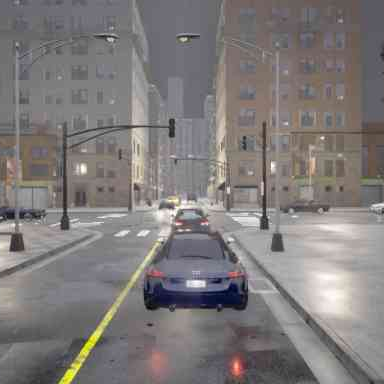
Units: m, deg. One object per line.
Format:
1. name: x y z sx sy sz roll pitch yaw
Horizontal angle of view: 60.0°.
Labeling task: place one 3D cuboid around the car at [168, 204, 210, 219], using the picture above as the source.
1. car: -0.087 1.525 16.529 1.812 1.442 4.674 0 0 -2

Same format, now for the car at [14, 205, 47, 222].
1. car: -14.153 1.648 26.438 4.718 1.301 1.895 0 0 0

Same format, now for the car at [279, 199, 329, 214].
1. car: 11.157 1.449 33.298 4.892 1.490 1.837 0 0 0

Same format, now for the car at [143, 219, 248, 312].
1. car: 0.083 1.564 7.785 1.994 1.385 4.181 0 0 0

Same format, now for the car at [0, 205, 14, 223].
1. car: -15.224 1.616 23.183 4.181 1.385 1.994 0 0 0

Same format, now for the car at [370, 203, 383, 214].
1. car: 20.419 1.438 33.352 4.674 1.442 1.812 0 0 -1

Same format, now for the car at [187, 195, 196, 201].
1. car: -0.114 1.582 86.685 2.128 1.511 4.902 0 0 0

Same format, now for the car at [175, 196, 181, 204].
1. car: -3.102 1.503 53.319 1.882 1.535 5.008 0 0 0

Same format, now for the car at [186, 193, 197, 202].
1. car: -0.080 1.274 76.296 2.150 2.045 5.566 0 0 0

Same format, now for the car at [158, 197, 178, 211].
1. car: -3.069 1.613 41.107 1.895 1.301 4.718 0 0 0

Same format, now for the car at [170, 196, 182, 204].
1. car: -3.084 1.586 65.462 2.033 1.411 5.357 0 0 1
